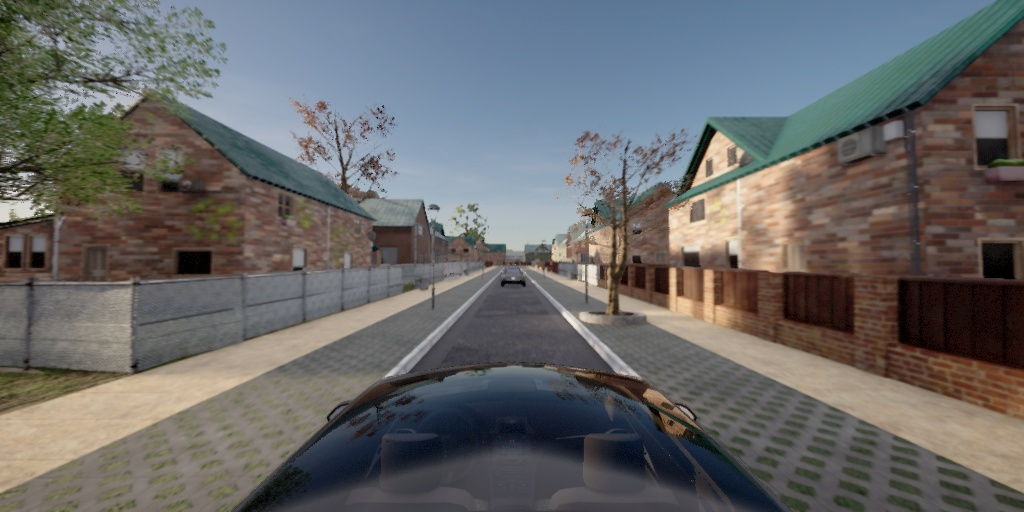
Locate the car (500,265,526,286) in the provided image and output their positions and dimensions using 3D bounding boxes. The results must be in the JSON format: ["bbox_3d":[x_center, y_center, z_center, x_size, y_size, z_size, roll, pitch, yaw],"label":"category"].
[{"bbox_3d":[0.106,1.656,28.750,1.994,1.385,4.181,0,-1,0],"label":"car"}]
